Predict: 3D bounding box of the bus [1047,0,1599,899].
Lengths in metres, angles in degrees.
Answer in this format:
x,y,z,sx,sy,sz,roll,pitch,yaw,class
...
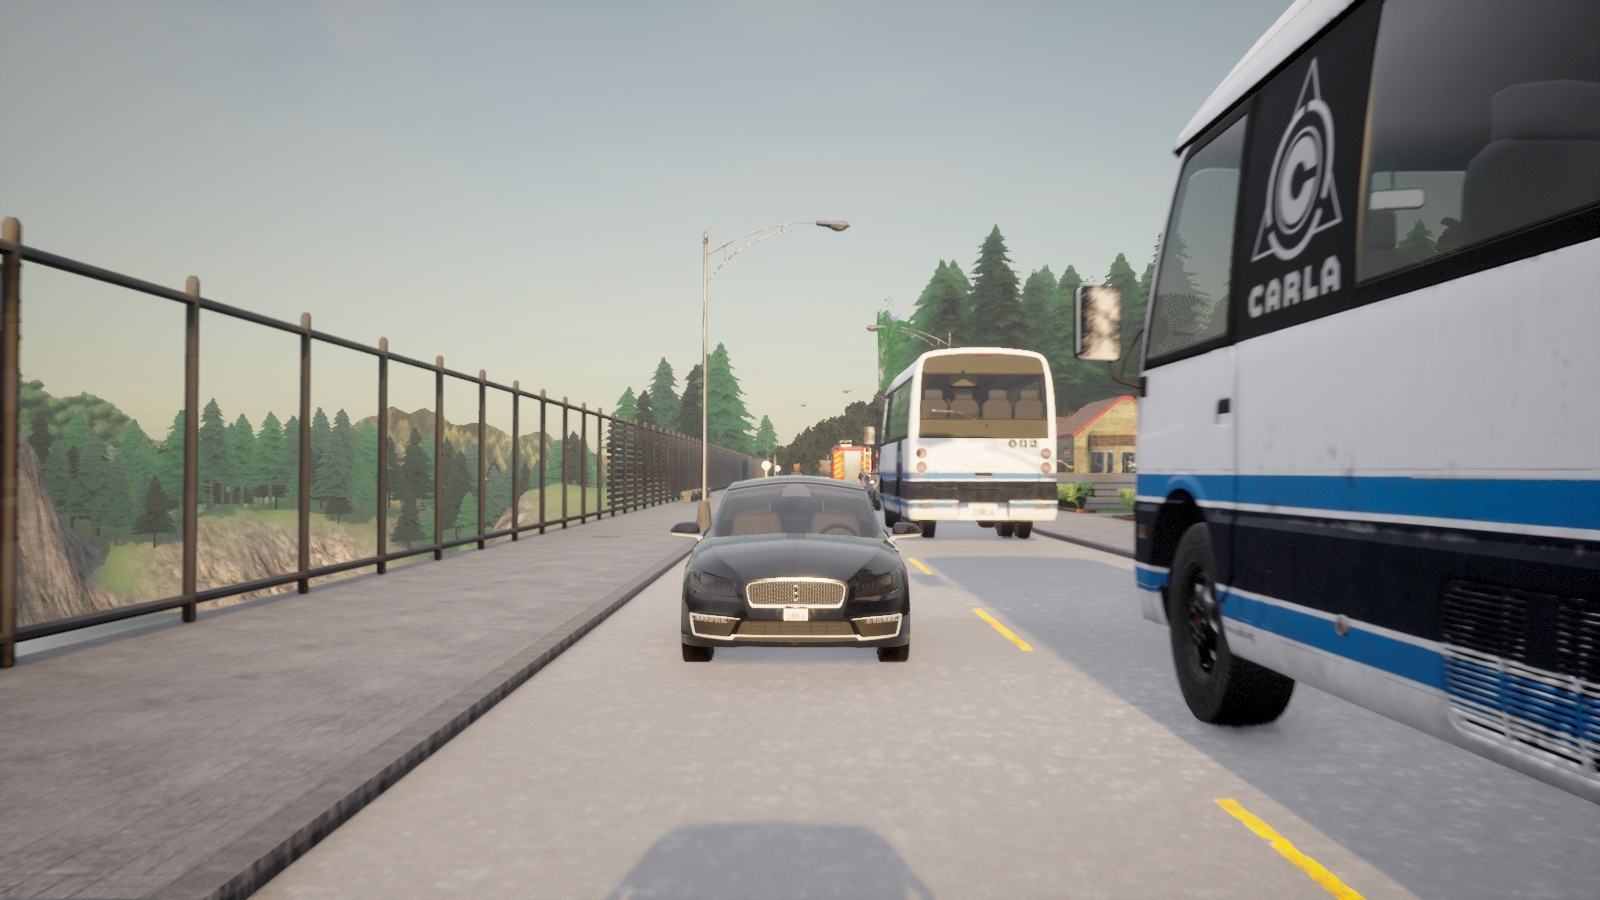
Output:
x,y,z,sx,sy,sz,roll,pitch,yaw,class
3.982,-0.495,4.947,3.944,4.253,10.273,0,-1,0,bus

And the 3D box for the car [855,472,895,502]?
x,y,z,sx,sy,sz,roll,pitch,yaw,class
3.843,1.898,64.799,1.845,1.501,3.633,0,-1,0,car

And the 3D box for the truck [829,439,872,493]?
x,y,z,sx,sy,sz,roll,pitch,yaw,class
3.774,1.225,95.012,2.891,3.827,8.468,0,-1,0,truck

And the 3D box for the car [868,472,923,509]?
x,y,z,sx,sy,sz,roll,pitch,yaw,class
3.875,1.629,51.644,1.970,1.475,3.806,0,-1,0,car

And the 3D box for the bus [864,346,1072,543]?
x,y,z,sx,sy,sz,roll,pitch,yaw,class
3.916,-0.035,32.425,3.944,4.253,10.273,0,-1,0,bus

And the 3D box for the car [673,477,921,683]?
x,y,z,sx,sy,sz,roll,pitch,yaw,class
-0.029,1.017,11.772,1.837,1.490,4.892,0,-1,0,car
